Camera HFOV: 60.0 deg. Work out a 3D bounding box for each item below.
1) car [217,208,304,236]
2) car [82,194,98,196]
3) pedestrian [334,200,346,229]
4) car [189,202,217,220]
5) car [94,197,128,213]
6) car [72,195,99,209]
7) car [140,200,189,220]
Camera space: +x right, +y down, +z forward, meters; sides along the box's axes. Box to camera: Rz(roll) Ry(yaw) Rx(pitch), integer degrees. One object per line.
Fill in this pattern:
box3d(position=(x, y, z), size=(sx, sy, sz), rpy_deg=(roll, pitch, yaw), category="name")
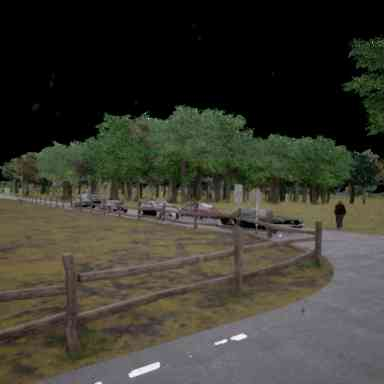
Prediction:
box3d(position=(3.773, 1.583, 18.466), size=(1.895, 1.301, 4.718), rpy_deg=(2, -1, -35), category="car")
box3d(position=(-16.099, 1.257, 51.661), size=(2.150, 2.045, 5.566), rpy_deg=(2, -1, -35), category="car")
box3d(position=(9.302, 1.386, 21.005), size=(0.375, 1.860, 0.375), rpy_deg=(2, -1, -35), category="pedestrian")
box3d(position=(0.522, 1.576, 28.161), size=(1.812, 1.442, 4.674), rpy_deg=(2, -1, -35), category="car")
box3d(position=(-8.546, 1.538, 35.878), size=(1.994, 1.385, 4.181), rpy_deg=(2, -1, -36), category="car")
box3d(position=(-14.518, 1.517, 44.377), size=(2.033, 1.411, 5.357), rpy_deg=(2, -1, -35), category="car")
box3d(position=(-2.769, 1.470, 27.715), size=(2.128, 1.511, 4.902), rpy_deg=(2, -1, -35), category="car")
